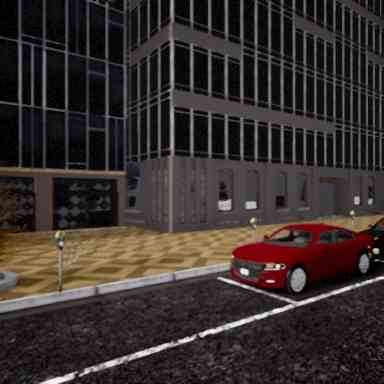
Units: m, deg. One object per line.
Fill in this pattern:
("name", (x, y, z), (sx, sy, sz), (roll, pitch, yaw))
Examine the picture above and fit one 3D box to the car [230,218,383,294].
("car", (3.000, 1.518, 8.696), (4.507, 1.381, 1.887), (0, 0, -35))
